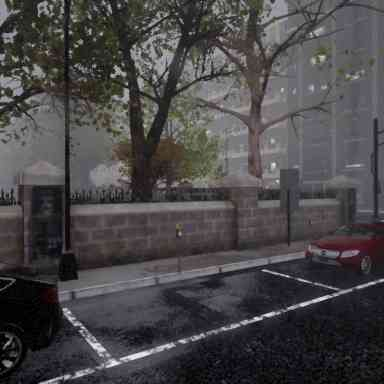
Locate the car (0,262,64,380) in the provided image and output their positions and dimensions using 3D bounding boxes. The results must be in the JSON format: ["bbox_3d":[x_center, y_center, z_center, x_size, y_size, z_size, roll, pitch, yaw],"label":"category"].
[{"bbox_3d":[-3.791,1.566,3.886,4.313,1.339,1.947,0,0,-35],"label":"car"}]

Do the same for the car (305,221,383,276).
[{"bbox_3d":[5.279,1.581,10.232,4.206,1.307,1.802,0,0,-35],"label":"car"}]
